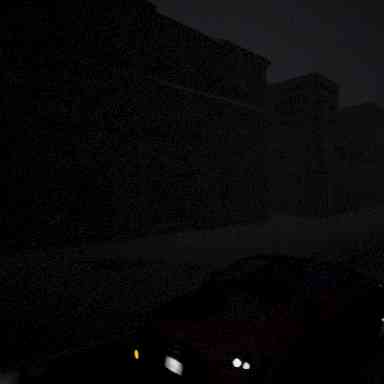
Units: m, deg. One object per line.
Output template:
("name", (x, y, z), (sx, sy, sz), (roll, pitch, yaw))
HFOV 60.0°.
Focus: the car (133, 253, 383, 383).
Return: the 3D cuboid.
("car", (1.254, 1.657, 4.858), (4.181, 1.385, 1.994), (1, -2, -43))
